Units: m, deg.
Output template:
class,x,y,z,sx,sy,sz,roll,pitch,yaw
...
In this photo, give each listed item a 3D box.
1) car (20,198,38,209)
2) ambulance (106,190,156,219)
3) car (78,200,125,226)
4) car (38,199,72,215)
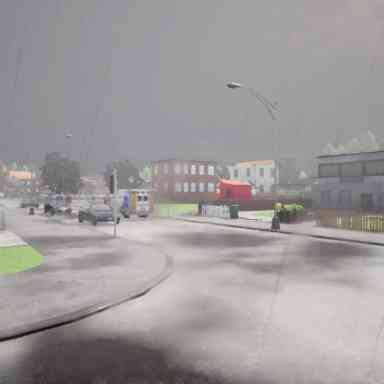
class,x,y,z,sx,sy,sz,roll,pitch,yaw
car,-22.591,1.565,46.217,1.994,1.385,4.181,0,0,-35
ambulance,-5.698,1.031,29.425,2.351,2.431,6.366,0,0,-35
car,-6.791,1.526,23.927,1.812,1.442,4.674,0,0,-36
car,-13.473,1.492,33.283,2.128,1.511,4.902,0,0,-35
